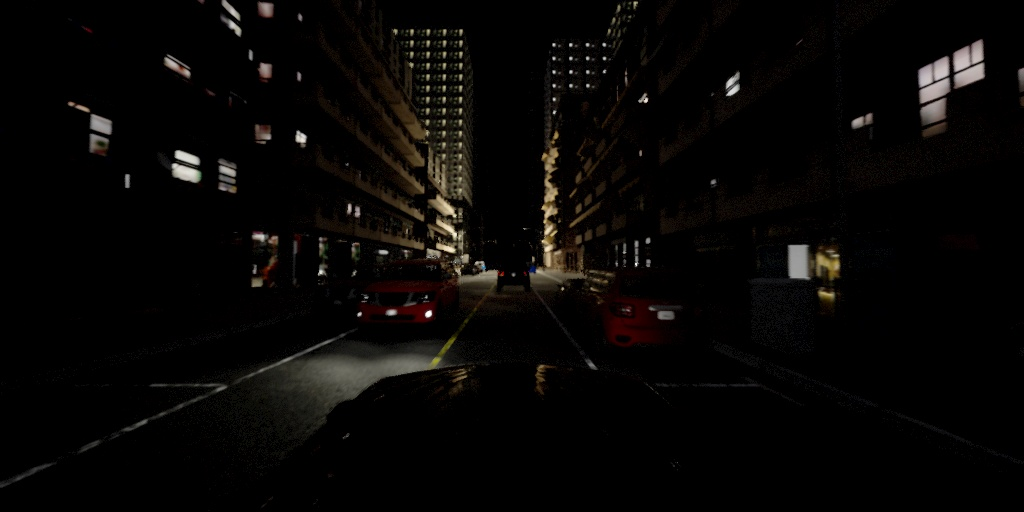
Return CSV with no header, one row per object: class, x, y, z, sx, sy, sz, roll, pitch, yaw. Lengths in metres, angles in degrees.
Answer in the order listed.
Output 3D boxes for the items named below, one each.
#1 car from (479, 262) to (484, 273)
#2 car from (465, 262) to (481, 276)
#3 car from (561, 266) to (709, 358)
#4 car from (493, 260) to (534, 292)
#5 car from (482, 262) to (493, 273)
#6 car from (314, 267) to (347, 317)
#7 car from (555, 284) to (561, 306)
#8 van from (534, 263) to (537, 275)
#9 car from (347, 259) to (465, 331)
car,-5.640,2.029,52.957,1.802,1.307,4.207,0,0,0
car,-5.642,1.923,47.417,2.007,1.370,4.403,0,0,0
car,2.695,1.160,8.688,2.192,1.841,5.009,0,0,0
car,0.101,1.283,24.587,2.150,2.045,5.566,0,-1,0
car,-2.984,1.766,53.397,1.895,1.301,4.718,0,-1,0
car,-5.686,1.236,14.178,2.192,1.841,5.009,0,0,0
car,2.696,1.503,14.228,1.802,1.307,4.207,0,0,0
van,2.708,1.787,53.007,1.690,1.789,3.998,0,0,0
car,-3.097,1.109,11.991,2.150,2.045,5.566,0,0,0
